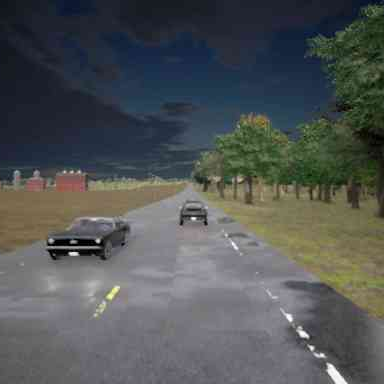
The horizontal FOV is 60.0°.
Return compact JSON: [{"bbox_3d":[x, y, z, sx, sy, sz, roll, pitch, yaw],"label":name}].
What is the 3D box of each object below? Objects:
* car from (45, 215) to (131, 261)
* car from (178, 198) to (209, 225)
[{"bbox_3d":[-3.597,1.575,12.348,1.895,1.301,4.718,0,0,0],"label":"car"},{"bbox_3d":[0.106,1.433,23.496,1.837,1.490,4.892,0,0,0],"label":"car"}]
